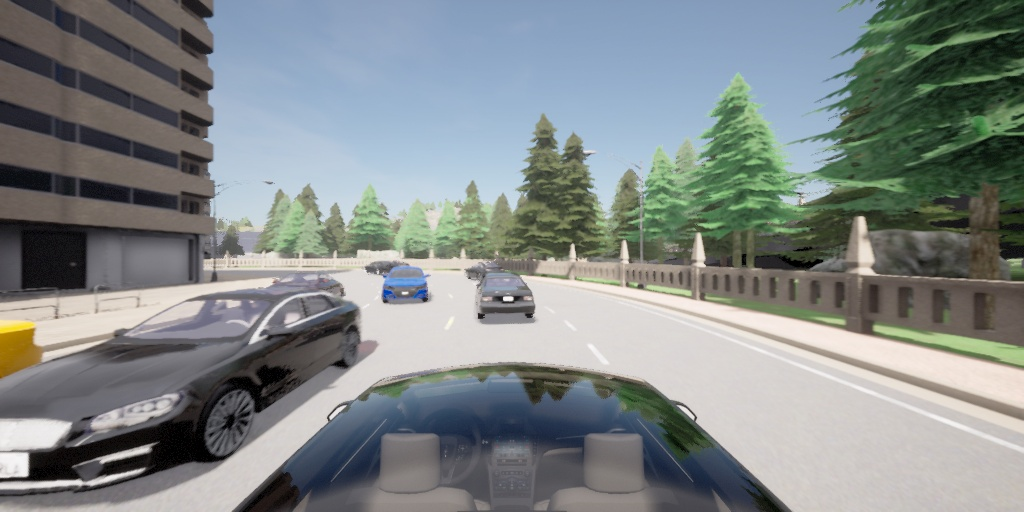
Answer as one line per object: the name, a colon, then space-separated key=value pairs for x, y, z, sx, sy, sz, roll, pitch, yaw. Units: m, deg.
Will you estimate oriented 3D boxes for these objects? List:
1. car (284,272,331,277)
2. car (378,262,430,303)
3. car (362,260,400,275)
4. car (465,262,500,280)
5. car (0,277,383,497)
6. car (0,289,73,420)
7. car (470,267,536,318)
car: x=-7.892 y=1.320 z=13.681 sx=1.994 sy=1.385 sz=4.181 roll=0 pitch=0 yaw=-10
car: x=-4.961 y=1.234 z=16.962 sx=1.882 sy=1.535 sz=5.008 roll=0 pitch=0 yaw=-15
car: x=-14.298 y=1.271 z=38.614 sx=4.892 sy=1.490 sz=1.837 roll=0 pitch=-1 yaw=42
car: x=-2.303 y=1.253 z=29.194 sx=2.128 sy=1.511 sz=4.902 roll=0 pitch=0 yaw=-28
car: x=-3.740 y=1.244 z=5.021 sx=2.128 sy=1.511 sz=4.902 roll=0 pitch=0 yaw=-2
car: x=-7.171 y=1.229 z=2.594 sx=1.882 sy=1.535 sz=5.008 roll=0 pitch=0 yaw=-1
car: x=-0.407 y=1.302 z=13.008 sx=2.033 sy=1.411 sz=5.357 roll=0 pitch=0 yaw=-7
